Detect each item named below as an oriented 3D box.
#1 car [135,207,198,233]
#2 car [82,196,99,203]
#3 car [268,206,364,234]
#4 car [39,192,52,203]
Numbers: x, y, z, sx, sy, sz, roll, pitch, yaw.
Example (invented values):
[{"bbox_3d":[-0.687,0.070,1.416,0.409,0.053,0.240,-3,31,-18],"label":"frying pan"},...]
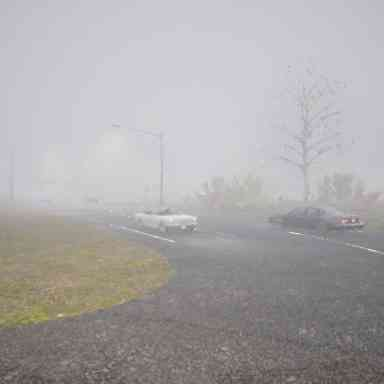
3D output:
[{"bbox_3d":[-1.596,1.539,19.332,1.895,1.301,4.718,0,0,-32],"label":"car"},{"bbox_3d":[-18.061,1.310,58.993,1.895,1.301,4.718,0,0,-32],"label":"car"},{"bbox_3d":[6.864,1.497,18.996,2.033,1.411,5.357,0,0,-32],"label":"car"},{"bbox_3d":[-26.241,1.223,59.590,1.812,1.442,4.674,0,1,-28],"label":"car"}]
